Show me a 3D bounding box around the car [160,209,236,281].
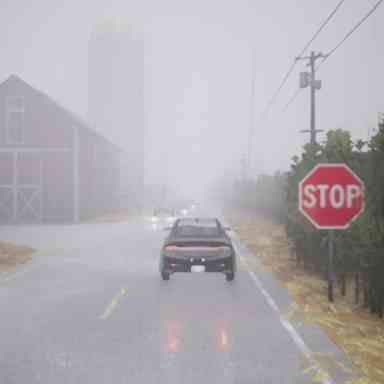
[{"bbox_3d":[0.157,1.487,9.778,2.128,1.511,4.902,0,0,1],"label":"car"}]

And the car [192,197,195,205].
[{"bbox_3d":[-0.453,1.572,58.588,1.895,1.301,4.718,0,0,3],"label":"car"}]

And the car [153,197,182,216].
[{"bbox_3d":[-2.431,1.510,32.097,1.812,1.442,4.674,0,0,6],"label":"car"}]

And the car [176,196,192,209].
[{"bbox_3d":[-1.587,1.331,43.501,2.097,1.767,4.553,0,0,5],"label":"car"}]
